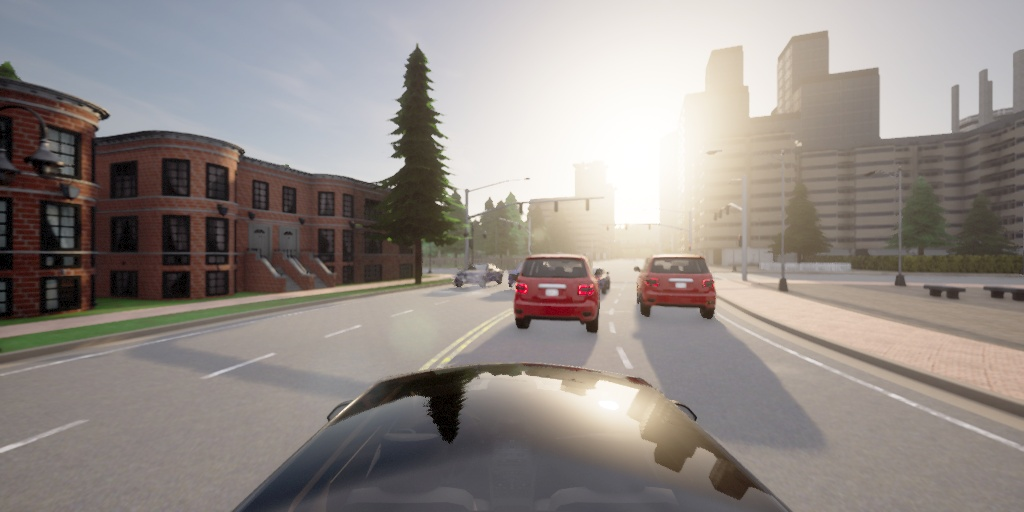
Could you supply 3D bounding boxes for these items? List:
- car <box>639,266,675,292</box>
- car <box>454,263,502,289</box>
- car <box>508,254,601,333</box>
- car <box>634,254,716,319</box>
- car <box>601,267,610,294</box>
[{"bbox_3d":[9.006,1.353,22.636,1.895,1.301,4.718,0,0,19],"label":"car"},{"bbox_3d":[-2.007,1.183,23.356,1.812,1.442,4.674,0,0,20],"label":"car"},{"bbox_3d":[1.559,0.968,11.061,2.150,2.045,5.566,0,0,13],"label":"car"},{"bbox_3d":[5.769,0.972,13.145,2.150,2.045,5.566,0,0,17],"label":"car"},{"bbox_3d":[4.483,1.274,20.236,1.812,1.442,4.674,0,0,19],"label":"car"}]
